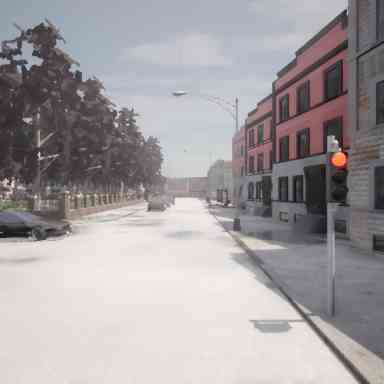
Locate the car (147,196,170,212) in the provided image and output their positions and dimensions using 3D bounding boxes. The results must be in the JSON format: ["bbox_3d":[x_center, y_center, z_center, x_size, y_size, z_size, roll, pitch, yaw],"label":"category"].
[{"bbox_3d":[-4.087,1.478,39.363,1.882,1.535,5.008,0,0,0],"label":"car"}]

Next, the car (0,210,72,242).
[{"bbox_3d":[-8.589,1.547,15.656,5.357,1.411,2.033,0,0,-5],"label":"car"}]

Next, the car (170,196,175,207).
[{"bbox_3d":[-4.083,1.547,49.263,2.033,1.411,5.357,0,0,0],"label":"car"}]

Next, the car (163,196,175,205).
[{"bbox_3d":[-4.050,1.505,59.662,1.837,1.490,4.892,0,0,0],"label":"car"}]
